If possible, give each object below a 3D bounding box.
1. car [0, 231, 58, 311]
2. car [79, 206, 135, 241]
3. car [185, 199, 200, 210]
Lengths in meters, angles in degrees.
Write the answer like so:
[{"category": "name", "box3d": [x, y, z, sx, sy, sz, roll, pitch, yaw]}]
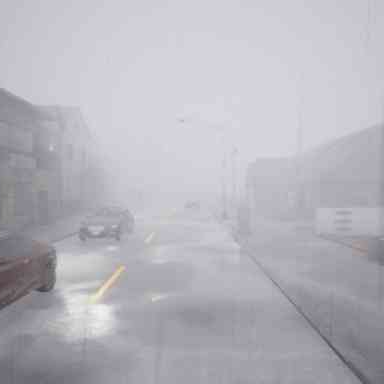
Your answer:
[{"category": "car", "box3d": [-4.095, 1.516, 6.203, 1.812, 1.442, 4.674, 0, 0, 0]}, {"category": "car", "box3d": [-4.067, 1.467, 16.537, 2.128, 1.511, 4.902, 0, 0, 0]}, {"category": "car", "box3d": [0.079, 1.536, 42.808, 1.895, 1.301, 4.718, 0, 0, 0]}]
